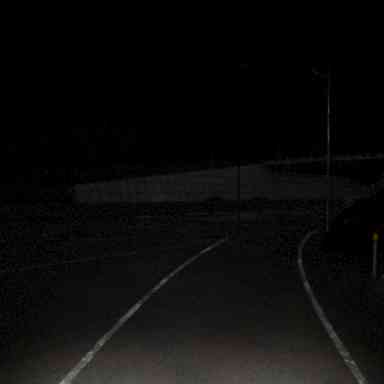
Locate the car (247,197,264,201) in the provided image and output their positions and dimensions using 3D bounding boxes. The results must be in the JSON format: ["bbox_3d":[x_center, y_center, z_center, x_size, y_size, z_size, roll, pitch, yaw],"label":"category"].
[{"bbox_3d":[15.000,1.879,78.381,2.033,1.411,5.357,0,0,44],"label":"car"}]

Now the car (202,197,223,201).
[{"bbox_3d":[4.107,1.676,67.025,1.882,1.535,5.008,1,0,44],"label":"car"}]

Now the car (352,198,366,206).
[{"bbox_3d":[32.373,2.020,66.157,2.128,1.511,4.902,0,0,44],"label":"car"}]
